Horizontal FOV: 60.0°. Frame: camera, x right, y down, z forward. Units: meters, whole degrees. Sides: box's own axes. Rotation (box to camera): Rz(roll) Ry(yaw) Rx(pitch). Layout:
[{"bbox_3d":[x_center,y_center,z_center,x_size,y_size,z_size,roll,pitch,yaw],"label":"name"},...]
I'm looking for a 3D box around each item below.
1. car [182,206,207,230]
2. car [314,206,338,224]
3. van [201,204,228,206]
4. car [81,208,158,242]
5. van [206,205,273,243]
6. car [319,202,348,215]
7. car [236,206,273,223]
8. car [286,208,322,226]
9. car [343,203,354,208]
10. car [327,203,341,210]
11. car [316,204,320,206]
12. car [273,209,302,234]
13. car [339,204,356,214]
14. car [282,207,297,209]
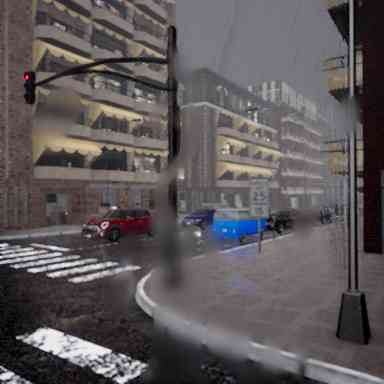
[{"bbox_3d":[1.095,2.086,26.313,1.812,1.442,4.674,0,-1,36],"label":"car"},{"bbox_3d":[12.230,2.295,32.061,2.008,1.369,4.403,-2,-2,35],"label":"car"},{"bbox_3d":[2.184,2.023,32.349,1.690,1.788,3.998,-2,-2,35],"label":"van"},{"bbox_3d":[-4.047,1.740,19.051,2.097,1.767,4.553,0,-1,35],"label":"car"},{"bbox_3d":[2.731,1.763,18.428,1.690,1.788,3.998,-2,-2,35],"label":"van"},{"bbox_3d":[20.490,2.593,48.052,2.128,1.511,4.902,0,-1,35],"label":"car"},{"bbox_3d":[6.420,2.242,33.789,1.837,1.490,4.892,0,-1,35],"label":"car"},{"bbox_3d":[9.018,2.219,27.546,1.802,1.307,4.206,-2,-2,35],"label":"car"},{"bbox_3d":[40.627,3.480,86.365,1.752,1.417,4.829,-2,-2,35],"label":"car"},{"bbox_3d":[31.091,3.186,72.963,1.887,1.381,4.507,-2,-2,35],"label":"car"},{"bbox_3d":[24.667,3.011,63.935,1.802,1.307,4.206,-2,-2,35],"label":"car"},{"bbox_3d":[5.807,2.096,23.034,1.947,1.339,4.313,-2,-2,35],"label":"car"},{"bbox_3d":[26.439,2.804,56.418,1.837,1.490,4.892,0,-1,36],"label":"car"},{"bbox_3d":[12.192,2.530,41.854,1.895,1.301,4.718,0,-1,36],"label":"car"}]
